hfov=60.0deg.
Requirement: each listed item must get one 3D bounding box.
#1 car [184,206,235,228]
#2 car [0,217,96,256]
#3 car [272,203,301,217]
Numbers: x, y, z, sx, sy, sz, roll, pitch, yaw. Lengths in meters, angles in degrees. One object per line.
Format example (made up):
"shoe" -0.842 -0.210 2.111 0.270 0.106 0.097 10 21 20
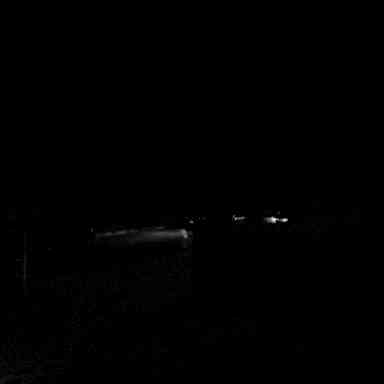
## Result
"car" 1.362 1.794 24.371 2.128 1.511 4.902 0 0 36
"car" -6.603 1.710 13.557 2.033 1.411 5.357 0 -1 40
"car" 10.563 1.947 37.006 2.128 1.511 4.902 0 0 36
